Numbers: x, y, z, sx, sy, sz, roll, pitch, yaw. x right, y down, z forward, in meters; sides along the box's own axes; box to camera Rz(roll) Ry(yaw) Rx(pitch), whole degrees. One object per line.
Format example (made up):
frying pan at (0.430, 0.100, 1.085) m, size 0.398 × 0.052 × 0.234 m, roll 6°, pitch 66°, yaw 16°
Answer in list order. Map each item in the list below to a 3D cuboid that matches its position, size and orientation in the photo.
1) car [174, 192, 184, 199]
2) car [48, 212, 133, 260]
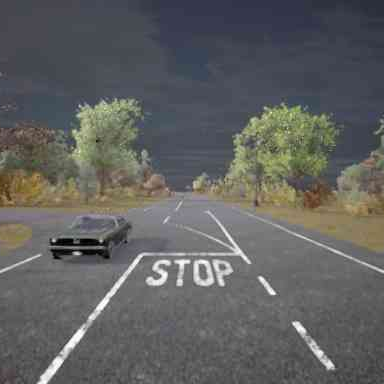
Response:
car at (-3.330, 0.873, 84.510) m, size 2.097 × 1.767 × 4.553 m, roll 0°, pitch 0°, yaw 5°
car at (-3.492, 1.491, 12.296) m, size 1.895 × 1.301 × 4.718 m, roll 0°, pitch 2°, yaw 0°
